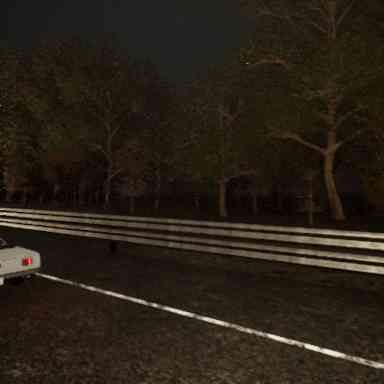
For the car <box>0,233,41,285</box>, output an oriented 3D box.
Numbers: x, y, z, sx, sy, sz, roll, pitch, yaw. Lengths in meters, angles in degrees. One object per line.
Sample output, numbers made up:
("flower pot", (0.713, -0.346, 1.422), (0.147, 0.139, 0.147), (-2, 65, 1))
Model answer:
("car", (-5.815, 1.557, 8.111), (4.718, 1.301, 1.895), (0, 0, 35))
